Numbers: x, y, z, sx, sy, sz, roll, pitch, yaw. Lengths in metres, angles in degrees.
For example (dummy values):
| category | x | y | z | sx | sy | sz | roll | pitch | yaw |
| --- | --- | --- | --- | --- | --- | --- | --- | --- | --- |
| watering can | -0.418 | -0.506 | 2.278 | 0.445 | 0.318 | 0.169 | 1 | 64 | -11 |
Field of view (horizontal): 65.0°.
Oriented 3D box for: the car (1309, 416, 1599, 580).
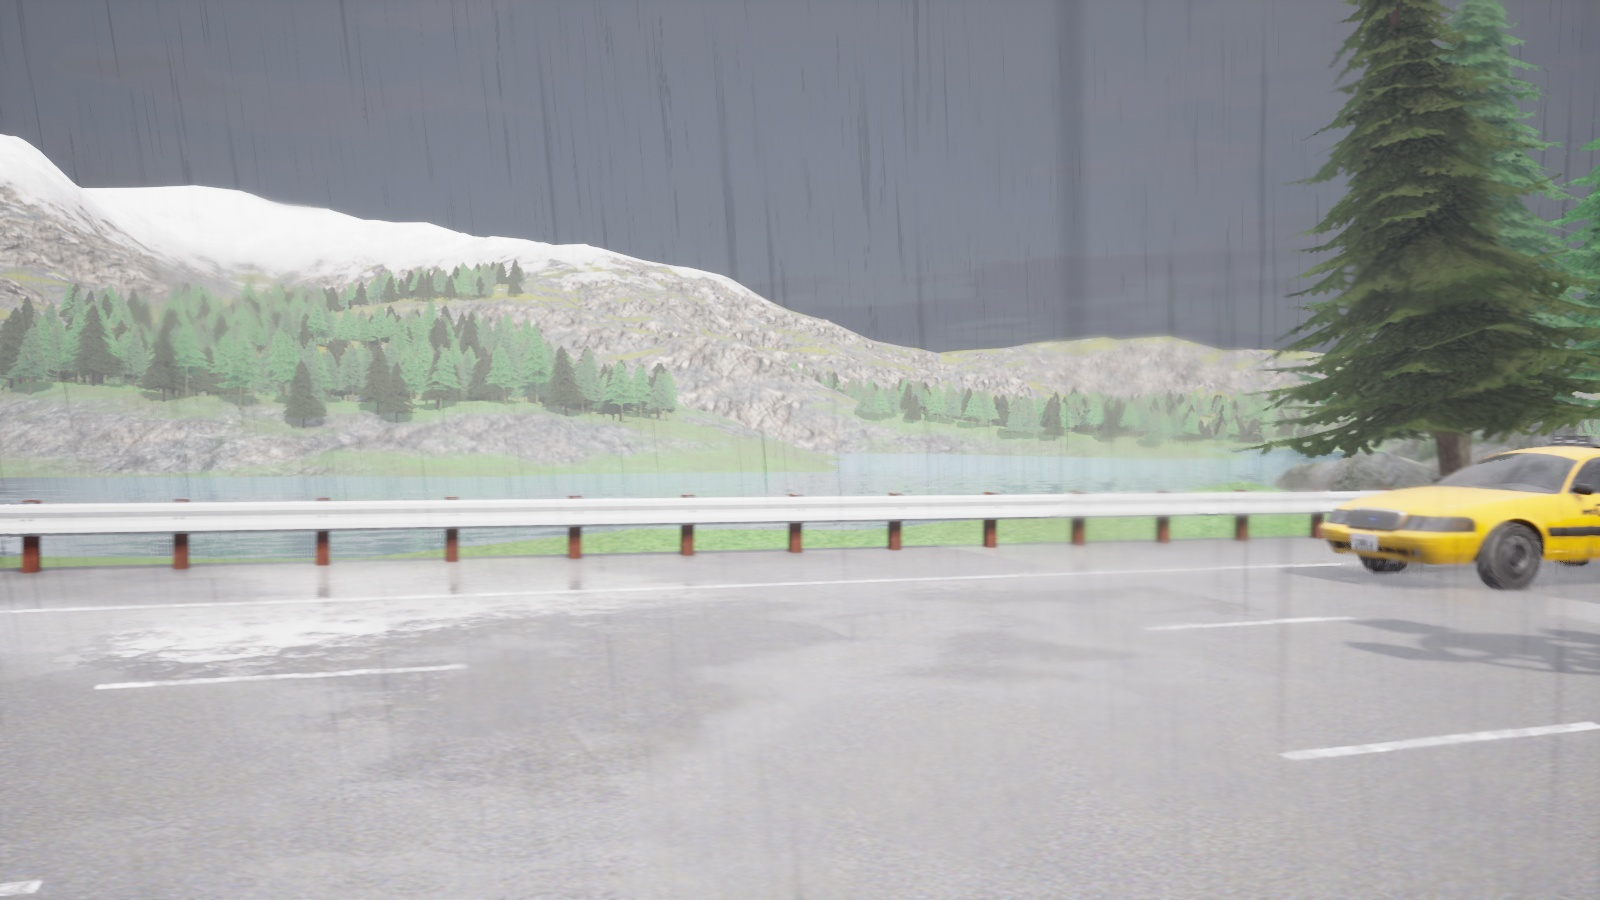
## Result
| category | x | y | z | sx | sy | sz | roll | pitch | yaw |
| --- | --- | --- | --- | --- | --- | --- | --- | --- | --- |
| car | 8.428 | 0.420 | 13.924 | 5.366 | 1.575 | 1.801 | -1 | 1 | -21 |
